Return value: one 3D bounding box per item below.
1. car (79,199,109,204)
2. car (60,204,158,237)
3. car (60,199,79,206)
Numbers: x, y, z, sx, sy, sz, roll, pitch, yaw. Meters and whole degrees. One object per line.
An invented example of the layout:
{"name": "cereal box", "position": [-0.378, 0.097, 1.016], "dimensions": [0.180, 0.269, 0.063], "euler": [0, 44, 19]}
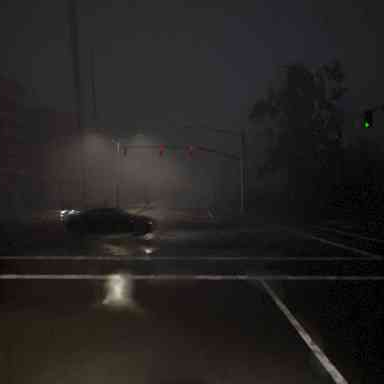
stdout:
{"name": "car", "position": [-11.521, 1.540, 40.542], "dimensions": [2.033, 1.411, 5.357], "euler": [0, 0, 0]}
{"name": "car", "position": [-4.138, 1.524, 17.347], "dimensions": [4.674, 1.442, 1.812], "euler": [0, 0, 1]}
{"name": "car", "position": [-15.014, 1.556, 41.891], "dimensions": [1.994, 1.385, 4.181], "euler": [0, 0, 0]}
